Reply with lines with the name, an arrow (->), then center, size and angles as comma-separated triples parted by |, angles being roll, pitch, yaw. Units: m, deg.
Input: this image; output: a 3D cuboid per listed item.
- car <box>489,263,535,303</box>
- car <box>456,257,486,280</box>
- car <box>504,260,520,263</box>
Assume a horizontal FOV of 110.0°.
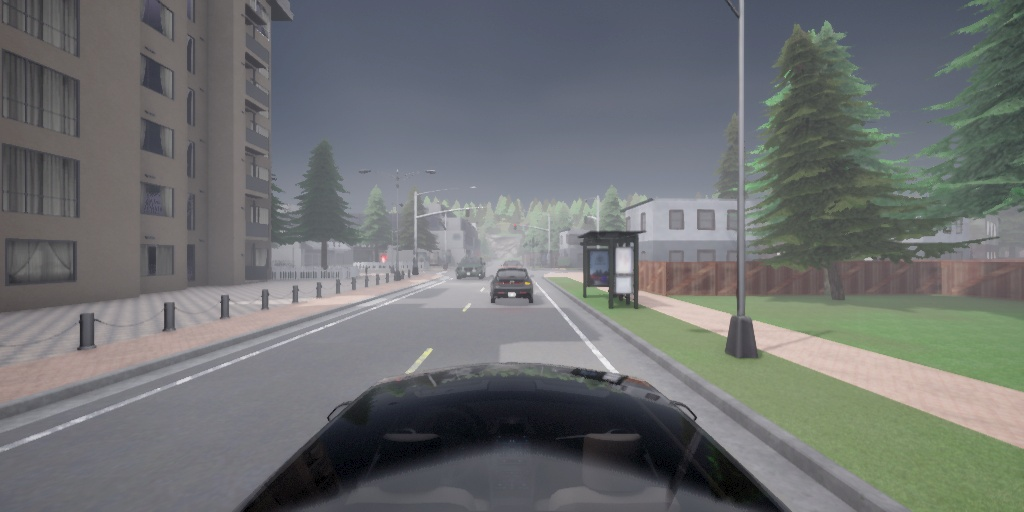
car -> 0.000, 1.264, 16.500 | 1.837, 1.490, 4.892 | 0, 0, 0
car -> -3.500, 1.075, 31.480 | 2.150, 2.045, 5.566 | 0, 0, 0
car -> 0.000, 1.114, 31.470 | 2.097, 1.767, 4.553 | 0, 0, 0
